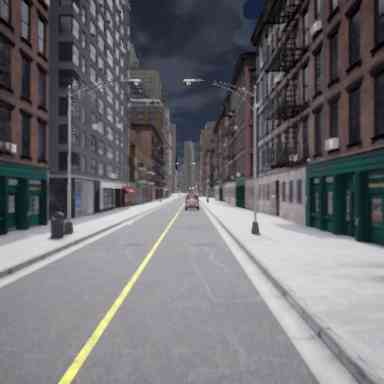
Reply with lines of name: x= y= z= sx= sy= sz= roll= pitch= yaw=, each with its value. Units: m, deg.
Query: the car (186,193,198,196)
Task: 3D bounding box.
car: x=0.008 y=1.208 z=52.460 sx=2.150 sy=2.045 sz=5.566 roll=0 pitch=0 yaw=0

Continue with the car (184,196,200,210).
car: x=0.007 y=1.538 z=41.989 sx=2.033 sy=1.411 sz=5.357 roll=0 pitch=0 yaw=0
